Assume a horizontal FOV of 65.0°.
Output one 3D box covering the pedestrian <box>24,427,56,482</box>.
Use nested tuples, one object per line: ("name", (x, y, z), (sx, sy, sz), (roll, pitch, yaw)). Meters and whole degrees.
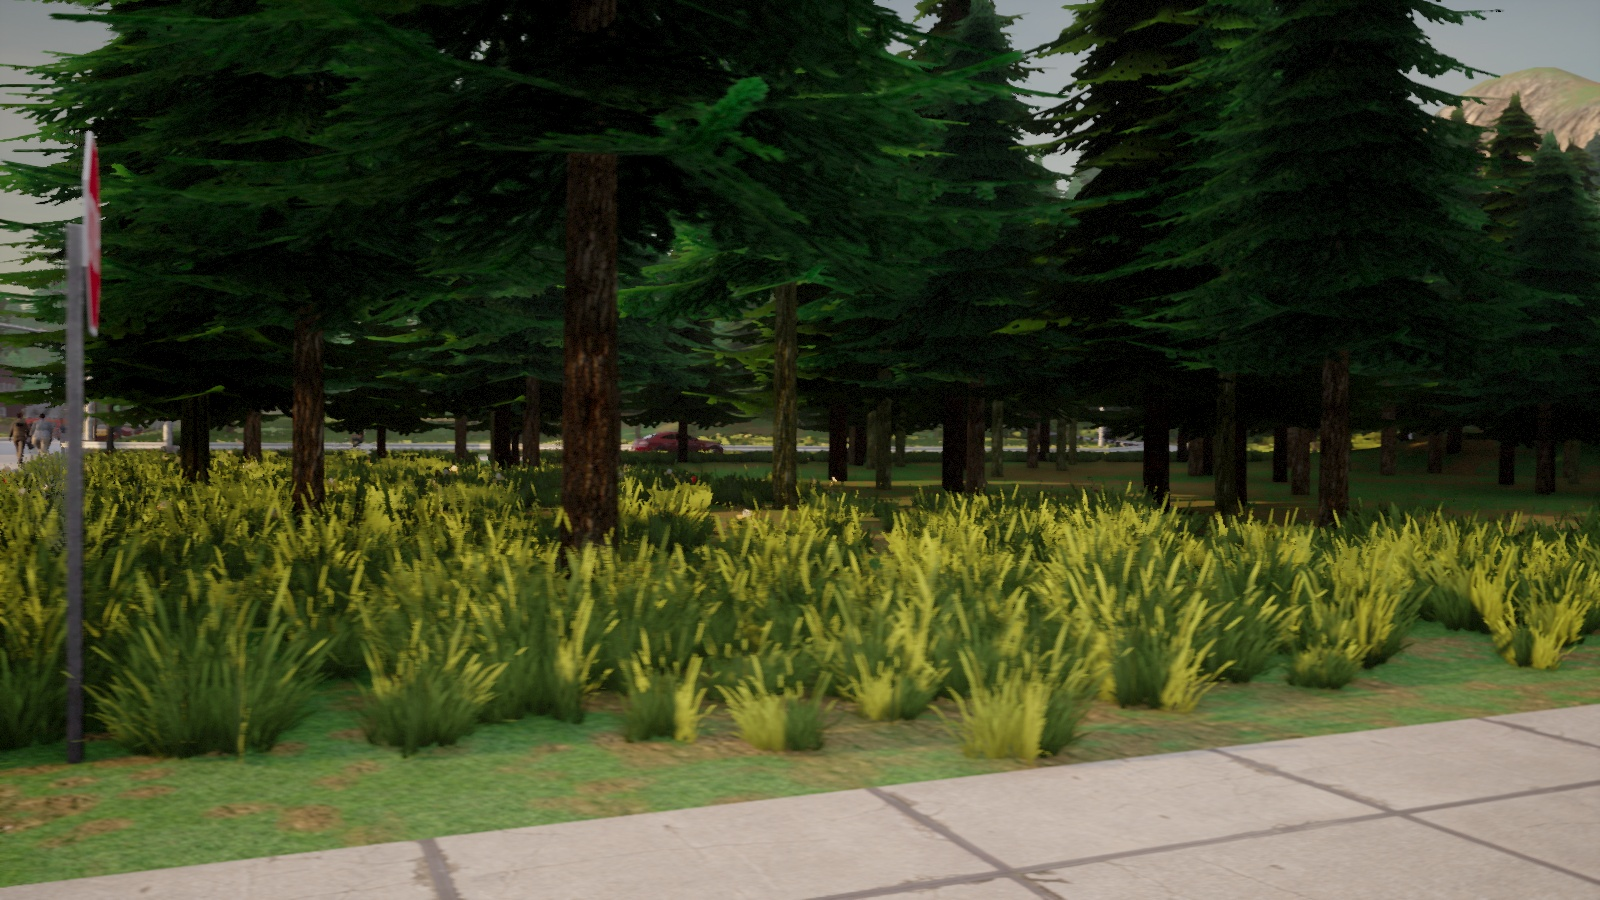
("pedestrian", (-26.125, 0.140, 43.178), (0.874, 1.855, 0.900), (-1, 1, -28))

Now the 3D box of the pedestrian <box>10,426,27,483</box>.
("pedestrian", (-27.012, 0.148, 43.387), (0.396, 1.930, 0.692), (-1, 1, -27))

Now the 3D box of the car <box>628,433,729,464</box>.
("car", (-6.032, -0.075, 62.513), (4.674, 1.442, 1.812), (-1, 1, -27))
